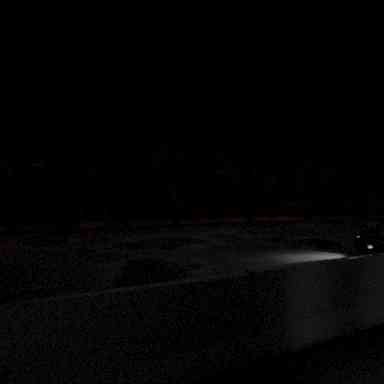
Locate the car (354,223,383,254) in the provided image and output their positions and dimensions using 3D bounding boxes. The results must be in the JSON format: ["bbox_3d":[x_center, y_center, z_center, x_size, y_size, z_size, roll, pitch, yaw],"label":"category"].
[{"bbox_3d":[8.286,1.650,12.599,4.674,1.442,1.812,1,0,-26],"label":"car"}]
